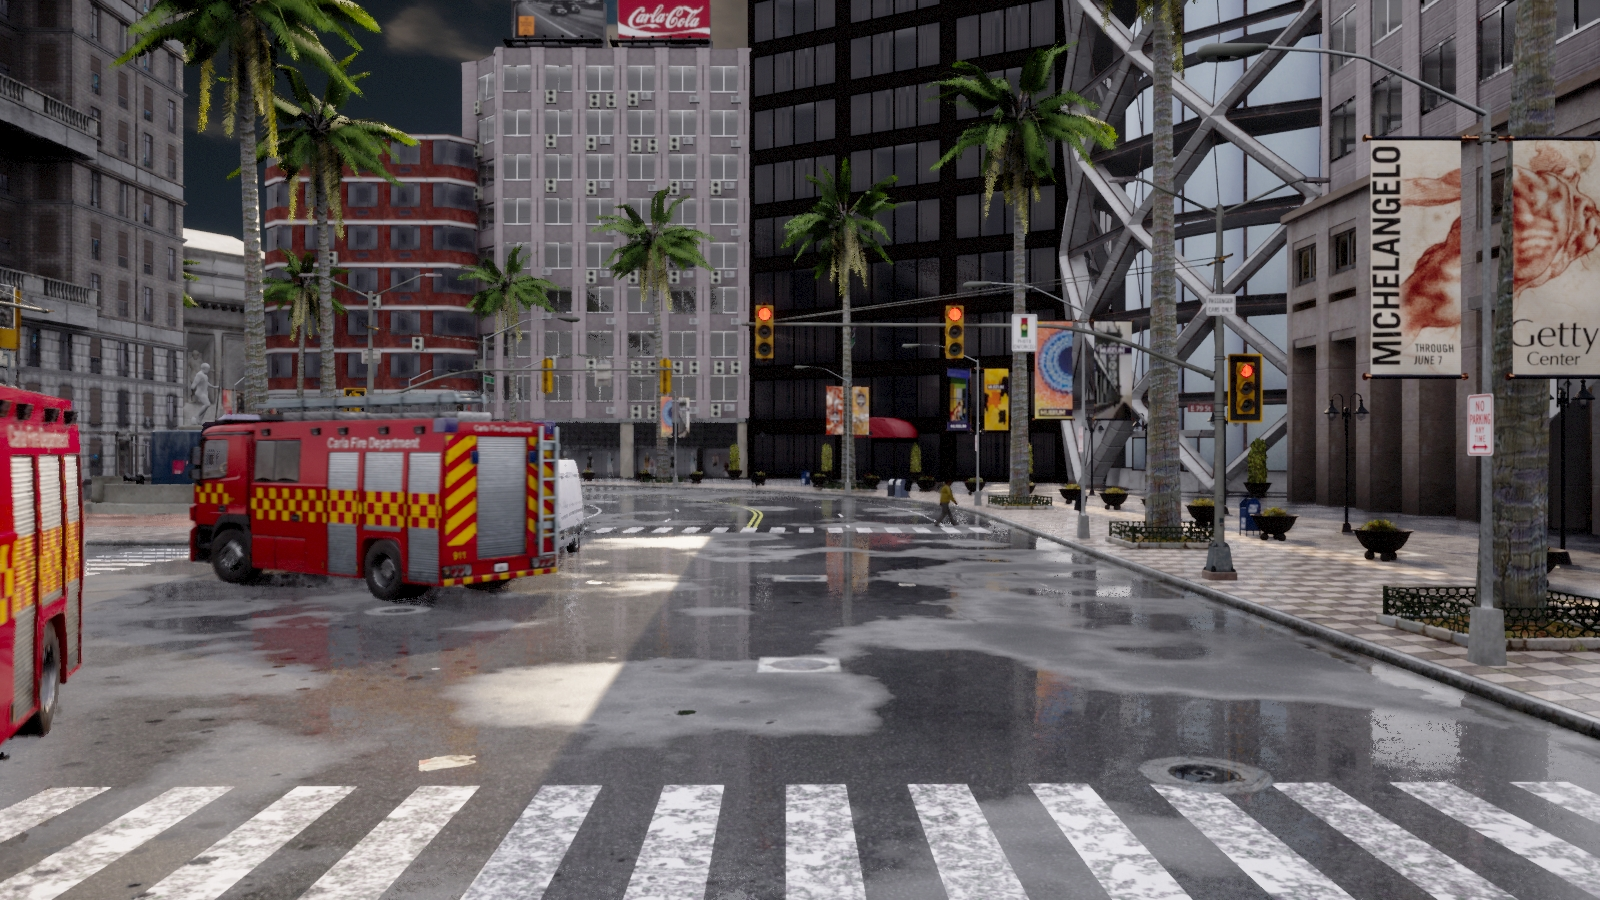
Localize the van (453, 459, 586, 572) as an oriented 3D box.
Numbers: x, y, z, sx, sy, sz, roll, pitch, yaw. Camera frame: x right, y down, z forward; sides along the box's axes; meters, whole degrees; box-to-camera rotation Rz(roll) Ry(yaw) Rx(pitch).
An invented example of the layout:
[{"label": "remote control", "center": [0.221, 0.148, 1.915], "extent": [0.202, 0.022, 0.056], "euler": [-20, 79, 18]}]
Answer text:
[{"label": "van", "center": [-7.022, 1.524, 29.304], "extent": [1.988, 2.561, 5.915], "euler": [0, 0, 0]}]

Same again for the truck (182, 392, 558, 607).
[{"label": "truck", "center": [-9.161, 0.881, 23.852], "extent": [8.468, 3.827, 2.891], "euler": [0, 0, 33]}]

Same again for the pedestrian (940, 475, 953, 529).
[{"label": "pedestrian", "center": [5.188, 1.834, 40.456], "extent": [0.375, 1.860, 0.375], "euler": [0, 0, -14]}]

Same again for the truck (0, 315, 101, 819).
[{"label": "truck", "center": [-7.556, 0.887, 8.474], "extent": [2.891, 3.827, 8.468], "euler": [0, 0, -24]}]
